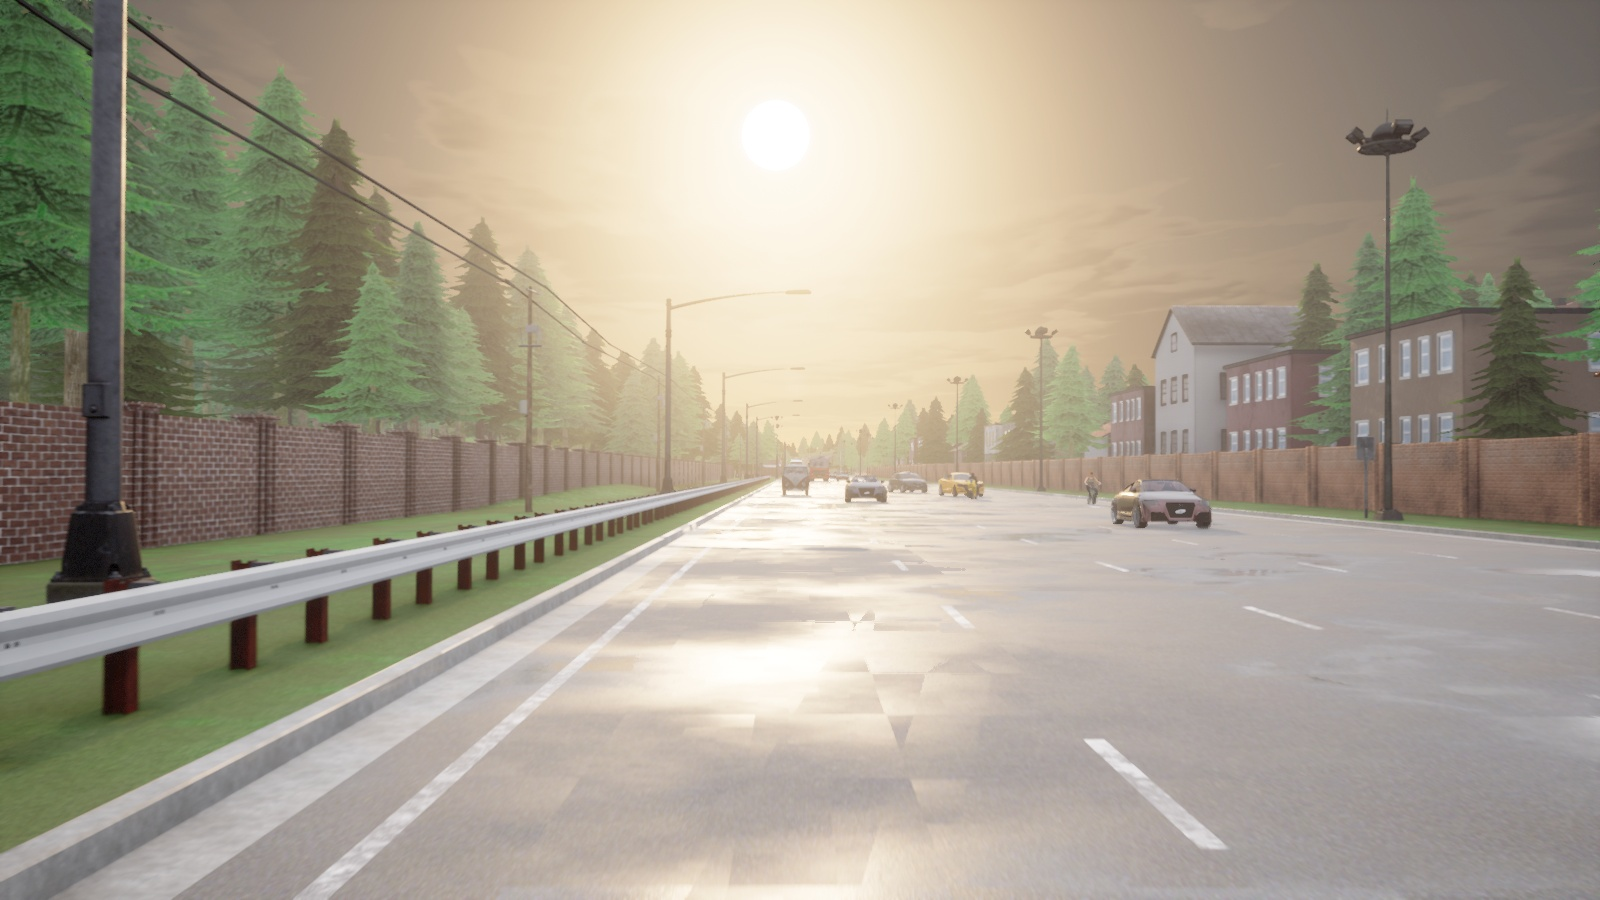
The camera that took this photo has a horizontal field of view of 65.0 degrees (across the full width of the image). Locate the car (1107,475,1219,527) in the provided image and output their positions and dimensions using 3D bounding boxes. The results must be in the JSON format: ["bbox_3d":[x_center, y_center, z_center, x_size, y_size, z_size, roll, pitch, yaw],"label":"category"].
[{"bbox_3d":[10.381,1.438,36.241,1.994,1.385,4.181,0,-1,0],"label":"car"}]

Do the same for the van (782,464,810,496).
[{"bbox_3d":[-0.257,1.902,80.406,1.775,1.987,4.442,0,-1,0],"label":"van"}]

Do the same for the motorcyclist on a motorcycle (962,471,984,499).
[{"bbox_3d":[9.615,1.915,69.754,0.797,1.523,2.044,-1,-1,18],"label":"motorcyclist on a motorcycle"}]

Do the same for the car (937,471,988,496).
[{"bbox_3d":[10.161,2.062,78.977,1.882,1.535,5.008,0,-1,-9],"label":"car"}]

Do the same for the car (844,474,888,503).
[{"bbox_3d":[3.298,1.918,63.472,1.994,1.385,4.181,0,-1,0],"label":"car"}]

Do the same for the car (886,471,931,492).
[{"bbox_3d":[7.900,2.308,91.625,1.837,1.490,4.892,0,-1,-13],"label":"car"}]
